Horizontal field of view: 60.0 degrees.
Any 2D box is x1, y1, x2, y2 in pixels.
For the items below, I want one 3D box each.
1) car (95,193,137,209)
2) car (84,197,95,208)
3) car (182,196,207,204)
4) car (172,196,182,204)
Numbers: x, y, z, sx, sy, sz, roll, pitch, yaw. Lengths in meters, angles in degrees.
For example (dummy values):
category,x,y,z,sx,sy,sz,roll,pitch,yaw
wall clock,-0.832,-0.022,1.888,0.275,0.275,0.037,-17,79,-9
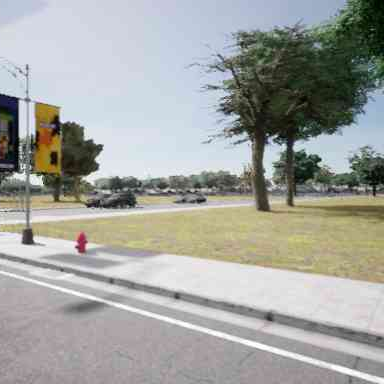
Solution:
category,x,y,z,sx,sy,sz,roll,pitch,yaw
car,-10.043,1.220,45.796,2.150,2.045,5.566,-1,0,35
car,-12.685,1.244,47.682,2.150,2.045,5.566,-1,0,35
car,0.841,1.474,61.219,1.882,1.535,5.008,-1,0,35
car,-1.823,1.546,63.080,1.812,1.442,4.674,-1,0,35
